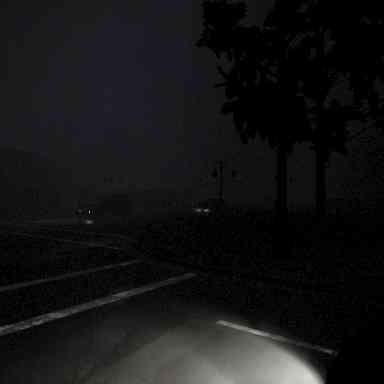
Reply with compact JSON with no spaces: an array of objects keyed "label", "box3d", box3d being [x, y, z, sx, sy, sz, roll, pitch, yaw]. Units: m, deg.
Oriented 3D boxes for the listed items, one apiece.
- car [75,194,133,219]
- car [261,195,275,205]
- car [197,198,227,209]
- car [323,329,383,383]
[{"label":"car","box3d":[-7.764,1.223,30.031,2.150,2.045,5.566,0,0,35]},{"label":"car","box3d":[13.856,1.347,60.760,2.097,1.767,4.553,0,0,7]},{"label":"car","box3d":[2.812,1.548,45.564,2.033,1.411,5.357,0,0,35]},{"label":"car","box3d":[2.915,1.564,1.894,4.181,1.385,1.994,0,0,36]}]
